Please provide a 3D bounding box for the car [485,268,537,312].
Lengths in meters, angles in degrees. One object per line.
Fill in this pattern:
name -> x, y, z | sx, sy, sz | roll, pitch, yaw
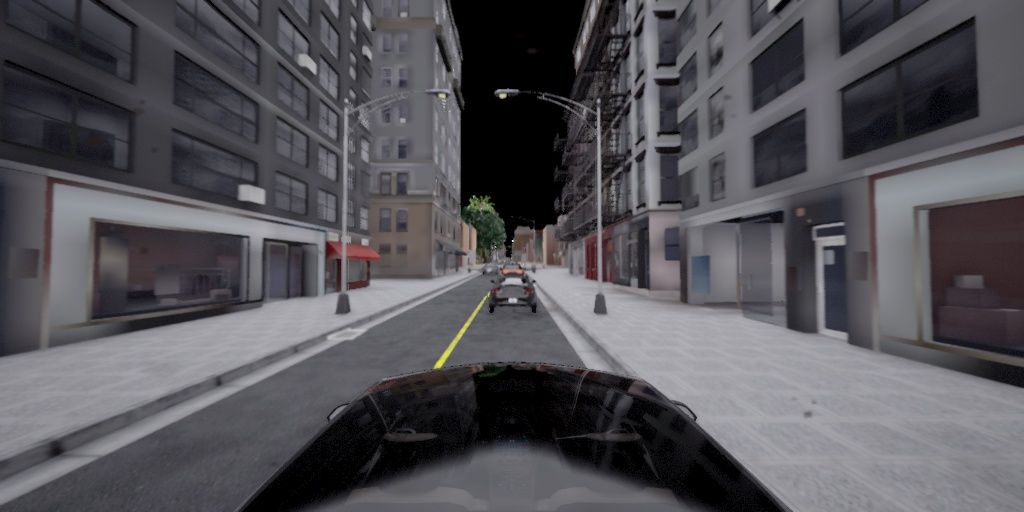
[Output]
car -> 0.053, 1.415, 14.928 | 1.812, 1.442, 4.674 | 0, 0, 1

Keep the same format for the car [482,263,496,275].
car -> -2.779, 1.652, 46.055 | 2.128, 1.511, 4.902 | 0, 0, 1

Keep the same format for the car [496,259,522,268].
car -> 0.053, 1.375, 29.191 | 2.097, 1.767, 4.553 | 0, -1, 0
